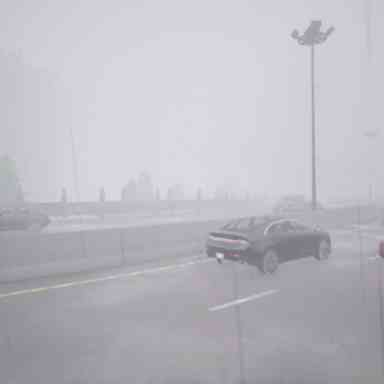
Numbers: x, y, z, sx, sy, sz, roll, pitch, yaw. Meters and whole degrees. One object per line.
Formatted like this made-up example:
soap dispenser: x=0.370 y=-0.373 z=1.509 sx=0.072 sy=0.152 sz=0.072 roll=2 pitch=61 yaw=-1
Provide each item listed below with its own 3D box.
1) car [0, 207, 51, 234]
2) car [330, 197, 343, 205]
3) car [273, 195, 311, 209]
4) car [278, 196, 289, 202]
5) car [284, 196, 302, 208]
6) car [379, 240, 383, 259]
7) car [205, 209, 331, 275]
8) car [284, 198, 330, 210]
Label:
car: x=-10.392 y=1.568 z=18.267 sx=4.902 sy=1.511 sz=2.128 roll=0 pitch=0 yaw=-38
car: x=27.415 y=1.680 z=63.511 sx=2.033 sy=1.411 sz=5.357 roll=-1 pitch=0 yaw=16
car: x=10.335 y=1.297 z=34.777 sx=2.150 sy=2.045 sz=5.566 roll=0 pitch=0 yaw=35
car: x=24.568 y=1.833 z=89.501 sx=2.033 sy=1.411 sz=5.357 roll=-1 pitch=0 yaw=8
car: x=15.586 y=1.499 z=51.032 sx=2.097 sy=1.767 sz=4.553 roll=-1 pitch=0 yaw=24
car: x=7.571 y=1.589 z=10.252 sx=4.718 sy=1.301 sz=1.895 roll=0 pitch=0 yaw=-42
car: x=2.597 y=1.502 z=10.574 sx=4.902 sy=1.511 sz=2.128 roll=0 pitch=0 yaw=-40
car: x=9.952 y=1.551 z=28.519 sx=1.837 sy=1.490 sz=4.892 roll=0 pitch=0 yaw=38
